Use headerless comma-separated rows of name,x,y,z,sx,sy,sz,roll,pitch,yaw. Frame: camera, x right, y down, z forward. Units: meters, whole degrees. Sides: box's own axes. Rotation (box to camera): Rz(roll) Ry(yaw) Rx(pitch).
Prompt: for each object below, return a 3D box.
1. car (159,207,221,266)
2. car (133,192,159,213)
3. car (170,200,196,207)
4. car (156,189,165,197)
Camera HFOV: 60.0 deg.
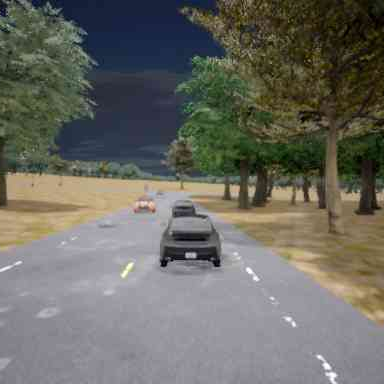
car,-0.080,1.496,11.567,1.837,1.490,4.892,1,0,-1
car,-4.789,1.217,34.217,2.097,1.767,4.553,0,0,-3
car,-0.709,1.427,27.149,1.837,1.490,4.892,0,0,-3
car,-7.127,0.150,75.523,2.097,1.767,4.553,0,2,-3
